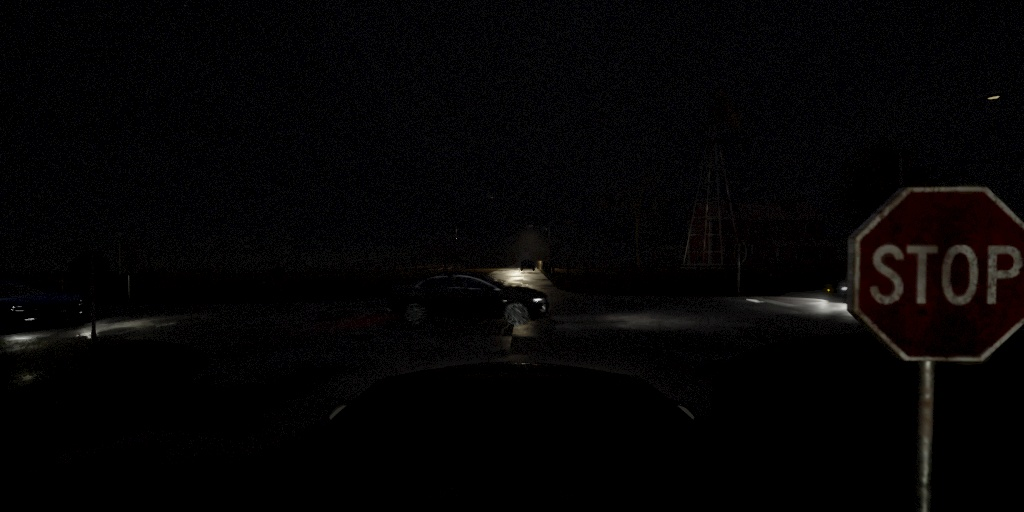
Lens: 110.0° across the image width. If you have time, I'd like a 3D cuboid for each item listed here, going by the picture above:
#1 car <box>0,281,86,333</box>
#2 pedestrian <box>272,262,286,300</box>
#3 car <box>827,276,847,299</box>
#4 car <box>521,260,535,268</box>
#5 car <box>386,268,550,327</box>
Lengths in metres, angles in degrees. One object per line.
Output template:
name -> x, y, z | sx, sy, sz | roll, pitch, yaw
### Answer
car -> -17.049, 1.567, 11.742 | 5.008, 1.535, 1.882 | -1, 1, 3
pedestrian -> -11.402, 1.200, 17.458 | 0.375, 1.860, 0.375 | 0, 2, 3
car -> 14.344, 0.997, 13.244 | 4.181, 1.385, 1.994 | -1, 1, 3
car -> 2.464, 1.372, 56.397 | 2.097, 1.767, 4.553 | 0, -1, 2
car -> -1.313, 1.245, 11.032 | 4.902, 1.511, 2.128 | 0, 0, 3
